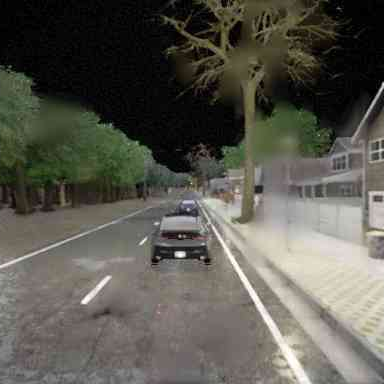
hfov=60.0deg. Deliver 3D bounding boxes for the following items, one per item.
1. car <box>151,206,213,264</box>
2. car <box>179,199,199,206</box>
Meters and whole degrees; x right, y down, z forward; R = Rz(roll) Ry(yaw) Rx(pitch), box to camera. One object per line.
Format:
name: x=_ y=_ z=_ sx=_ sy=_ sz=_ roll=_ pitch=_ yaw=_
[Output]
car: x=-0.324 y=1.471 z=11.638 sx=1.837 sy=1.490 sz=4.892 roll=0 pitch=0 yaw=0
car: x=-0.330 y=1.422 z=32.926 sx=1.812 sy=1.442 sz=4.674 roll=0 pitch=0 yaw=0
